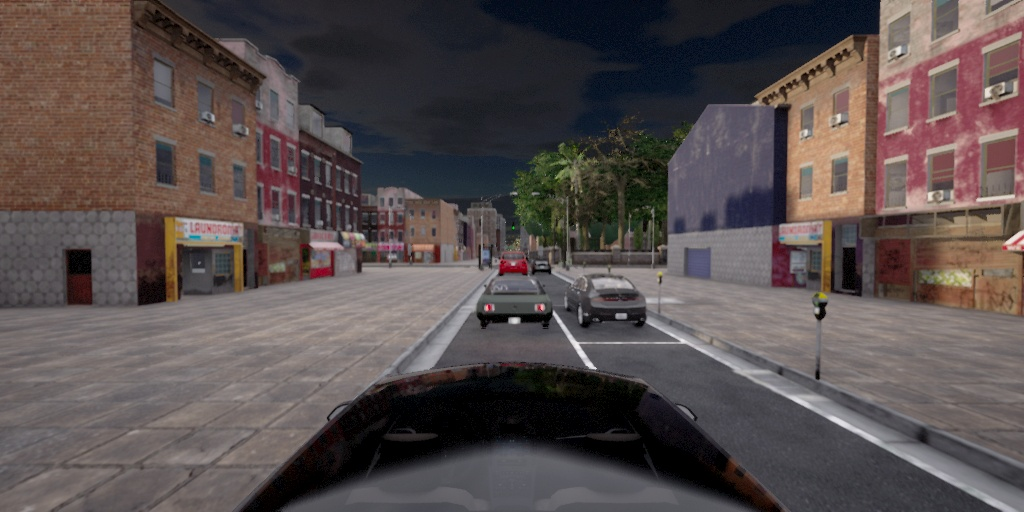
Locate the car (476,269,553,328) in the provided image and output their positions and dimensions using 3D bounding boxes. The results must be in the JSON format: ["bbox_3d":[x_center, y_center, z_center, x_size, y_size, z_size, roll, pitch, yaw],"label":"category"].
[{"bbox_3d":[0.079,1.243,10.832,1.895,1.301,4.718,0,1,0],"label":"car"}]

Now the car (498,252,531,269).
[{"bbox_3d":[0.098,0.672,28.738,2.150,2.045,5.566,0,1,0],"label":"car"}]

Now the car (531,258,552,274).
[{"bbox_3d":[2.652,0.973,33.324,1.948,1.339,4.313,0,0,0],"label":"car"}]

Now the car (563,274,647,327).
[{"bbox_3d":[2.641,1.192,10.839,2.007,1.370,4.403,0,0,0],"label":"car"}]
